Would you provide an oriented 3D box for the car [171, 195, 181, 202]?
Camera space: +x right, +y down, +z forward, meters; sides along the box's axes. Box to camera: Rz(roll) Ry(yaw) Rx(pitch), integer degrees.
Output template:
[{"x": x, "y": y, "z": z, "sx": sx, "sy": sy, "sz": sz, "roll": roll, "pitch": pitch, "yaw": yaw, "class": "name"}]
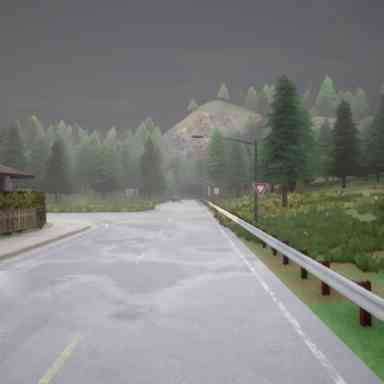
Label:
[{"x": -3.500, "y": 1.498, "z": 74.519, "sx": 1.837, "sy": 1.490, "sz": 4.892, "roll": 0, "pitch": 0, "yaw": 0, "class": "car"}]
